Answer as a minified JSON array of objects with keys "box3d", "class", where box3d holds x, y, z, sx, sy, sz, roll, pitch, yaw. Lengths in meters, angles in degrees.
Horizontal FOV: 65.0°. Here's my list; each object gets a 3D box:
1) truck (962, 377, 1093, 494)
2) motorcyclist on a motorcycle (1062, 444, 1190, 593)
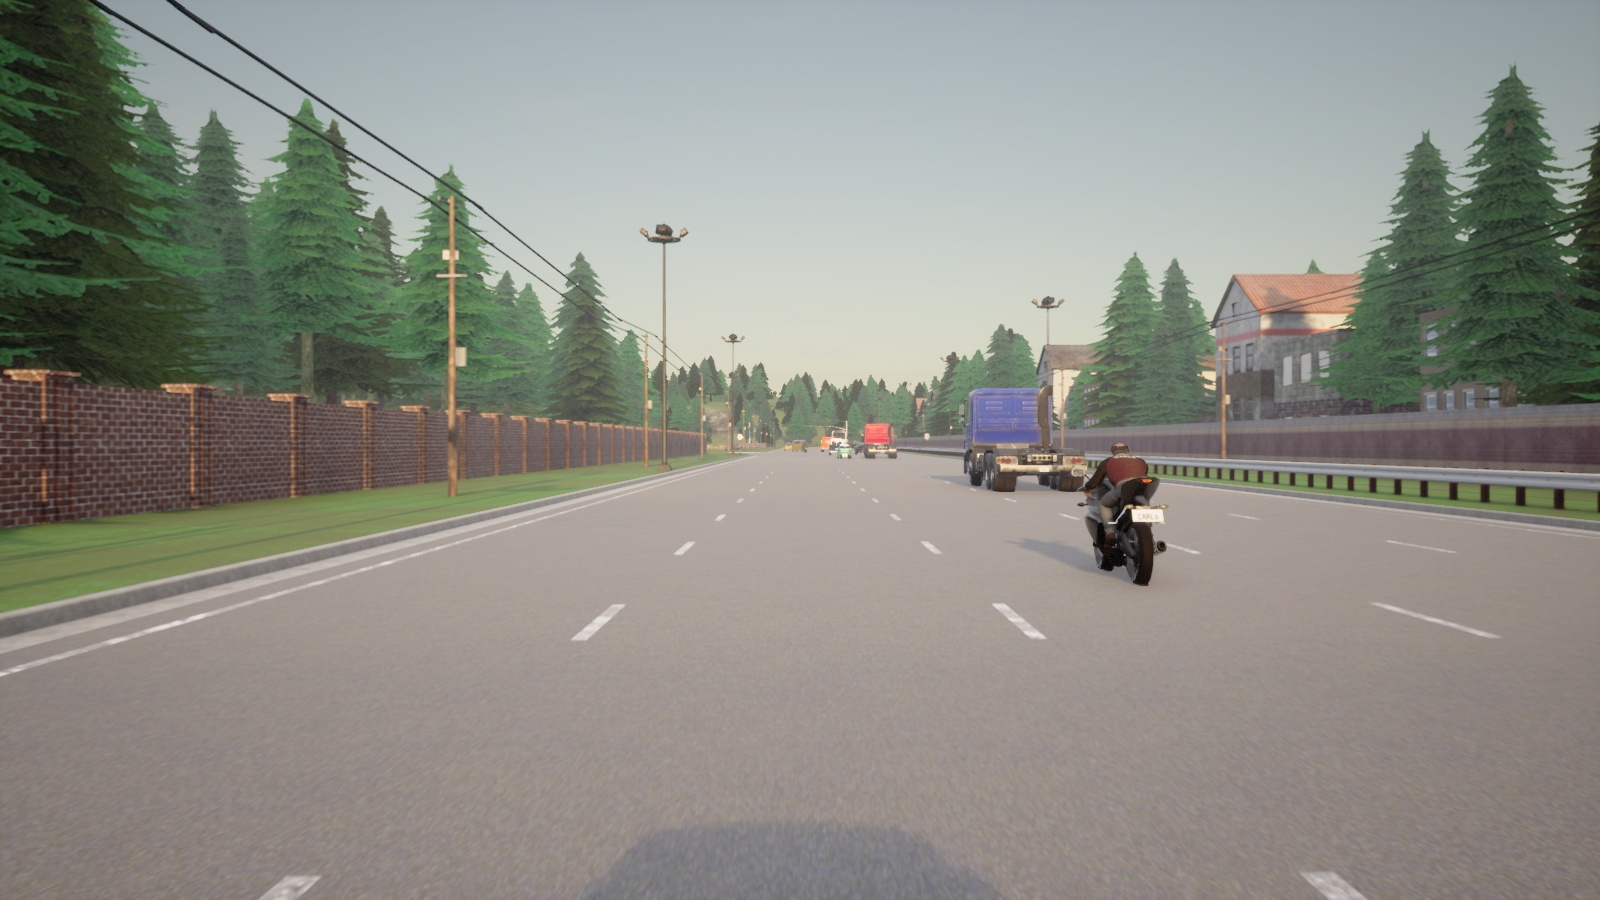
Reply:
[{"box3d":[7.251,-0.462,41.171,2.891,3.462,7.936,0,0,0],"class":"truck"},{"box3d":[3.596,0.705,14.058,0.866,1.530,2.191,0,0,0],"class":"motorcyclist on a motorcycle"}]
